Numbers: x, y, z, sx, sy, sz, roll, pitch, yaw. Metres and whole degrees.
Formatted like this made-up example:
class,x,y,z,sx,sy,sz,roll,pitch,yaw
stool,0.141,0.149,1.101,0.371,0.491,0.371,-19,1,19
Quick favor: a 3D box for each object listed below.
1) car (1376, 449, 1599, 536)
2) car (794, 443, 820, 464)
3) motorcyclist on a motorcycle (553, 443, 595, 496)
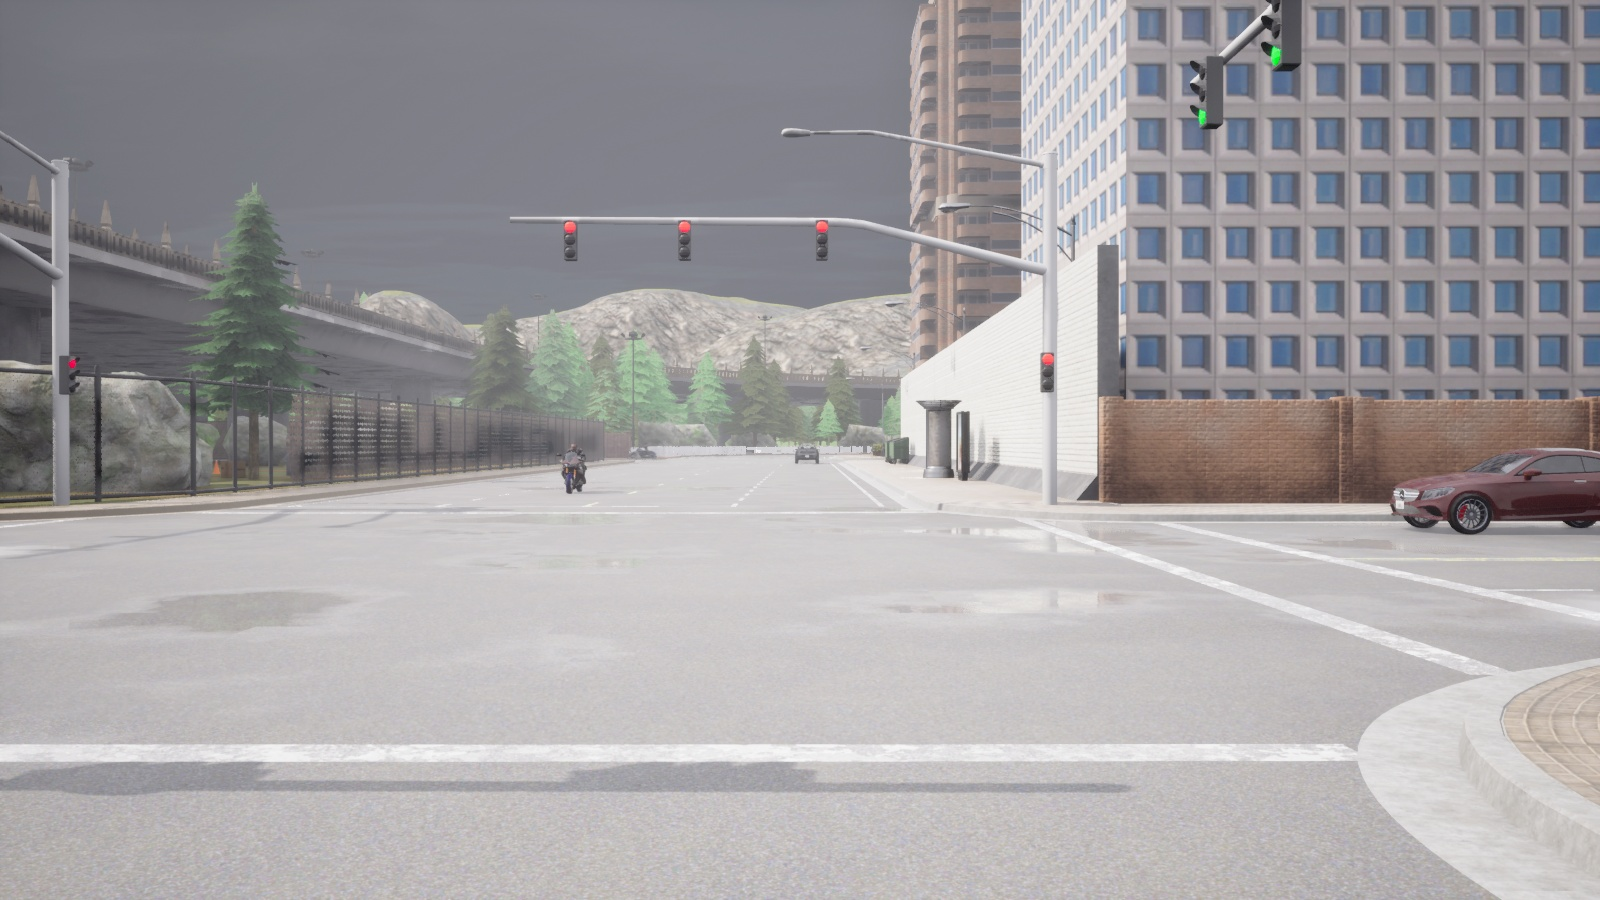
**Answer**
class,x,y,z,sx,sy,sz,roll,pitch,yaw
car,12.785,0.714,21.879,4.674,1.442,1.812,0,0,0
car,0.512,0.246,91.154,1.816,1.474,4.193,0,0,0
motorcyclist on a motorcycle,-6.779,0.563,37.779,0.866,1.530,2.191,0,0,0
